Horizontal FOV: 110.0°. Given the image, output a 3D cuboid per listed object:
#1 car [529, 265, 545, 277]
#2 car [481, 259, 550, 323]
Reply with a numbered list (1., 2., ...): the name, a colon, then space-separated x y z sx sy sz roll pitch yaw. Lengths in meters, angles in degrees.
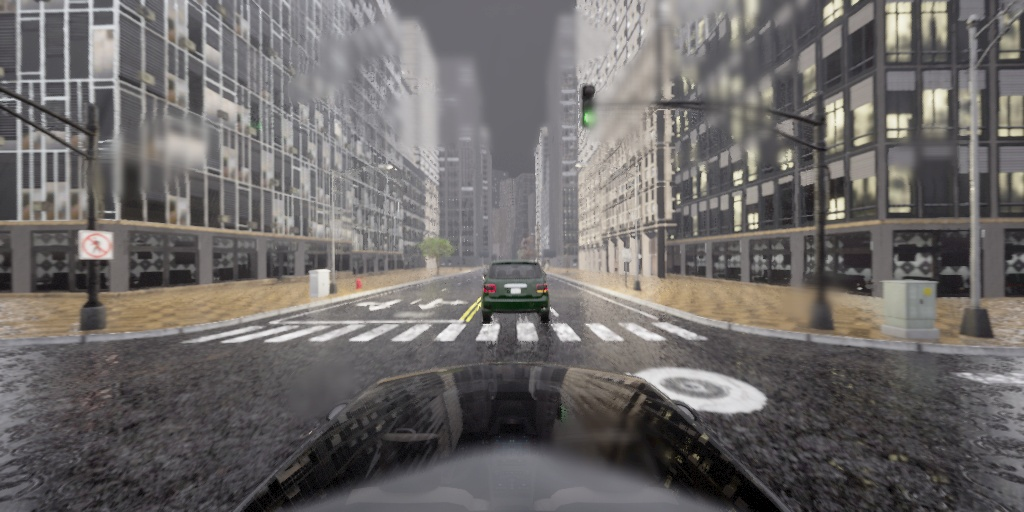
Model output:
1. car: 3.298 1.976 48.563 1.837 1.490 4.892 -1 -1 0
2. car: 0.108 1.155 13.162 2.150 2.045 5.566 -1 -1 0
